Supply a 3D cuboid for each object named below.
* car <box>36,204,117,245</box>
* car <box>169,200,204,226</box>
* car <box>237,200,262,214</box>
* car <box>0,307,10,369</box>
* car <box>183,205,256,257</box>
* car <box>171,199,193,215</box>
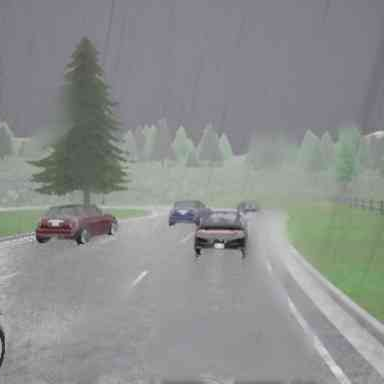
[{"bbox_3d":[-5.278,1.349,15.855,2.097,1.767,4.553,0,0,10],"label":"car"},{"bbox_3d":[0.015,1.336,22.858,2.097,1.767,4.553,0,0,15],"label":"car"},{"bbox_3d":[5.849,1.515,34.788,2.033,1.411,5.357,0,0,-3],"label":"car"},{"bbox_3d":[-3.301,1.529,2.326,1.812,1.442,4.674,0,0,2],"label":"car"},{"bbox_3d":[1.255,1.481,12.905,2.128,1.511,4.902,0,0,9],"label":"car"},{"bbox_3d":[-1.142,1.525,35.280,2.033,1.411,5.357,0,0,-5],"label":"car"}]
